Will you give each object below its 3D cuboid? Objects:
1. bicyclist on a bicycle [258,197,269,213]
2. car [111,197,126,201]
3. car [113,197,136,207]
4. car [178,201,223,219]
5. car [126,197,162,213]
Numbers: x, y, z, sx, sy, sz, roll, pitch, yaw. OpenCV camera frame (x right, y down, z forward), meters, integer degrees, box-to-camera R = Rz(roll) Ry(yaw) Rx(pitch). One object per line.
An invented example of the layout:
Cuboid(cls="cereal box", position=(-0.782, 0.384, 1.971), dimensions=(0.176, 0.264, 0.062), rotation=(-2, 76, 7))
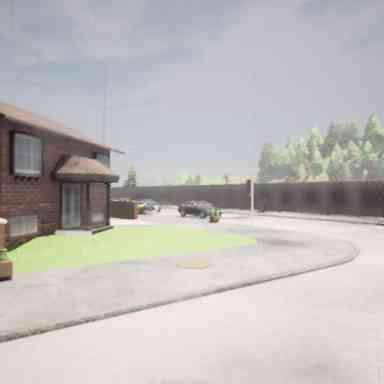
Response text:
Cuboid(cls="bicyclist on a bicycle", position=(7.348, 1.382, 34.279), dimensions=(1.656, 1.620, 0.582), rotation=(0, 0, -36))
Cuboid(cls="car", position=(-11.230, 1.500, 45.905), dimensions=(1.882, 1.535, 5.008), rotation=(0, 0, -35))
Cuboid(cls="car", position=(-10.591, 1.553, 52.108), dimensions=(1.812, 1.442, 4.674), rotation=(0, 0, -35))
Cuboid(cls="car", position=(0.665, 1.514, 29.186), dimensions=(2.128, 1.511, 4.902), rotation=(0, 0, -36))
Cuboid(cls="car", position=(-5.162, 1.514, 37.360), dimensions=(2.128, 1.511, 4.902), rotation=(0, 0, -35))
